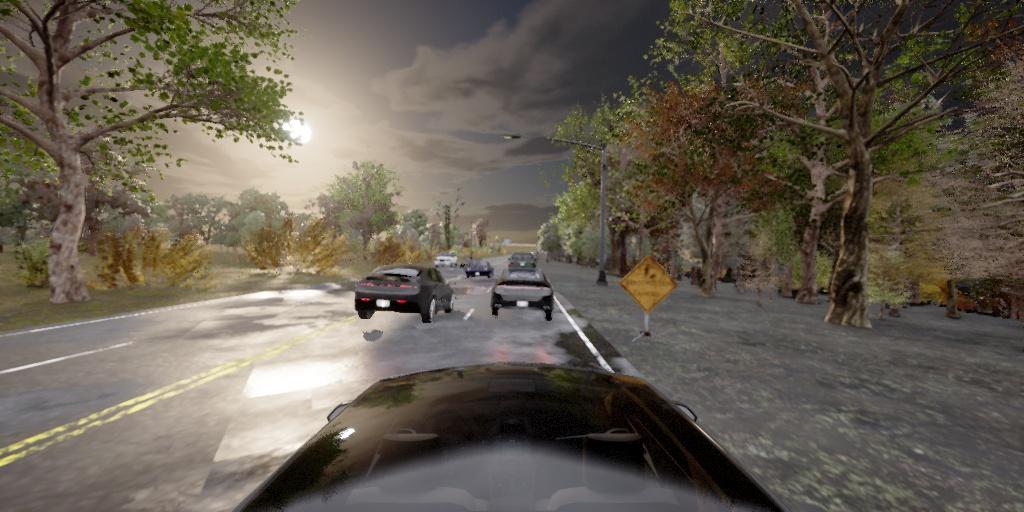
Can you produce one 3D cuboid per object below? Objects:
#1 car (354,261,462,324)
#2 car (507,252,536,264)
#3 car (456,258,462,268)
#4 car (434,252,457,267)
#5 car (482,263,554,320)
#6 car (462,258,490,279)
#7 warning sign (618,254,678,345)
[{"bbox_3d":[-2.912,1.038,10.657,1.837,1.490,4.892,3,-5,1],"label":"car"},{"bbox_3d":[0.804,0.773,29.228,2.150,2.045,5.566,2,-1,1],"label":"car"},{"bbox_3d":[-5.452,0.934,45.723,1.895,1.301,4.718,1,0,2],"label":"car"},{"bbox_3d":[-8.637,0.484,47.400,2.150,2.045,5.566,1,0,2],"label":"car"},{"bbox_3d":[0.352,1.146,12.202,2.128,1.511,4.902,2,-1,1],"label":"car"},{"bbox_3d":[-2.495,1.072,28.604,1.895,1.301,4.718,0,-2,1],"label":"car"},{"bbox_3d":[2.972,0.893,7.979,1.300,1.860,1.060,0,0,1],"label":"warning sign"}]
